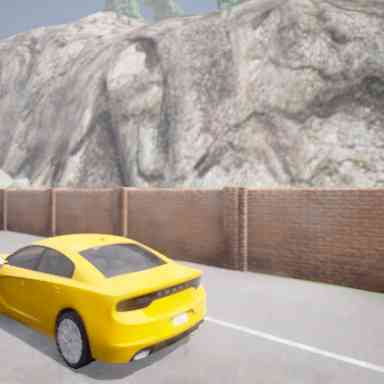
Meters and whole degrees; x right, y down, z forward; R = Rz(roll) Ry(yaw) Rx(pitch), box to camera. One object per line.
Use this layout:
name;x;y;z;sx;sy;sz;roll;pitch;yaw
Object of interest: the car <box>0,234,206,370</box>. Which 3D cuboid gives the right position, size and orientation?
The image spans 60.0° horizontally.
car;-2.092;1.483;5.846;5.008;1.535;1.882;0;0;38
